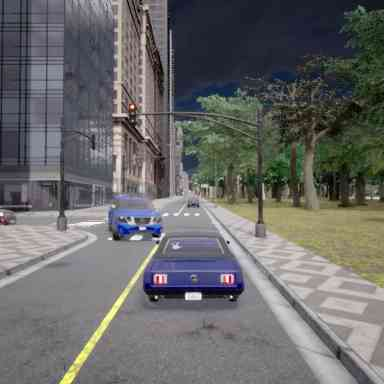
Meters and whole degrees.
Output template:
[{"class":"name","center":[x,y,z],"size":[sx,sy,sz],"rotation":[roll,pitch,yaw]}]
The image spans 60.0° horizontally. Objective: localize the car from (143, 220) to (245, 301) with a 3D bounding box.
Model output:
[{"class":"car","center":[0.023,1.607,8.262],"size":[1.895,1.301,4.718],"rotation":[0,0,0]}]

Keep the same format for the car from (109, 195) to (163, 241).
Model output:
[{"class":"car","center":[-3.053,1.215,17.336],"size":[2.150,2.045,5.566],"rotation":[2,1,-19]}]

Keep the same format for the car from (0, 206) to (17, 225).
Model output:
[{"class":"car","center":[-13.491,1.371,21.284],"size":[4.097,1.590,1.967],"rotation":[0,-2,-1]}]

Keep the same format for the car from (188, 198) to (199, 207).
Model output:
[{"class":"car","center":[0.243,1.686,54.679],"size":[2.033,1.411,5.357],"rotation":[0,0,0]}]

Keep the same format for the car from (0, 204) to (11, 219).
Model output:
[{"class":"car","center":[-18.935,1.726,29.808],"size":[4.313,1.339,1.947],"rotation":[0,-1,0]}]
